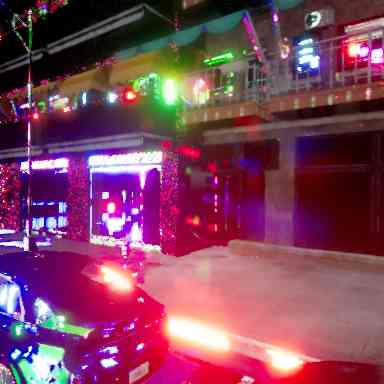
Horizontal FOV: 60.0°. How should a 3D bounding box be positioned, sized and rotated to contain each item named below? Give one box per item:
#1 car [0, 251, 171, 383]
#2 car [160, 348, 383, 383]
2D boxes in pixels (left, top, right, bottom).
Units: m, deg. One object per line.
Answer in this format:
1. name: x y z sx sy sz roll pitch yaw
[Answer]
1. car: -2.292 1.495 4.505 4.403 1.369 2.008 1 0 35
2. car: 2.214 1.565 1.296 4.403 1.369 2.008 1 0 35
